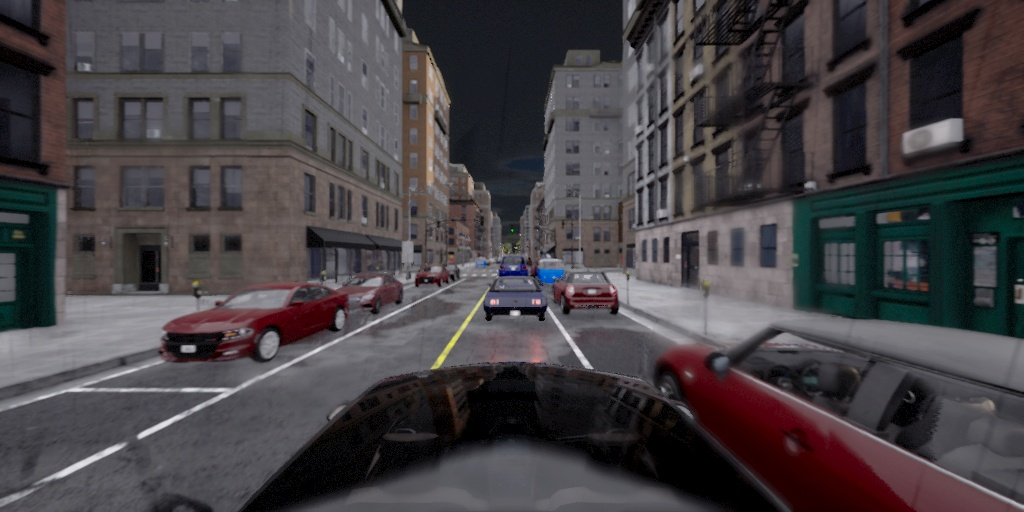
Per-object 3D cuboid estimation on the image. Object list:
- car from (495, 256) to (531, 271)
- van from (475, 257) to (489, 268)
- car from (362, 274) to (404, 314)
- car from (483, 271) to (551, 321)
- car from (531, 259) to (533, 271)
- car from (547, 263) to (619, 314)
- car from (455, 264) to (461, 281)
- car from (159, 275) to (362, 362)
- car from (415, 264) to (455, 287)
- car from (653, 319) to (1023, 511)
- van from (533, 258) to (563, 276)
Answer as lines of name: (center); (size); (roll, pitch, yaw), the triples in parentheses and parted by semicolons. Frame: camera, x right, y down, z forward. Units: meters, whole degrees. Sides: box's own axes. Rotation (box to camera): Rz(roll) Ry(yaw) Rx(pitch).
car: (0.096, 0.990, 27.599); (2.150, 2.045, 5.566); (0, 0, 0)
van: (-5.417, 1.128, 62.226); (1.690, 1.789, 3.998); (0, 0, 0)
car: (-5.390, 1.342, 13.729); (1.802, 1.307, 4.207); (0, 0, 0)
car: (0.099, 1.360, 12.552); (1.895, 1.301, 4.718); (0, 0, 0)
car: (2.633, 1.085, 30.263); (2.192, 1.841, 5.009); (0, 0, 0)
car: (2.635, 1.199, 13.730); (1.967, 1.591, 4.097); (0, 0, 0)
car: (-5.392, 1.337, 30.262); (1.948, 1.339, 4.313); (0, 0, 0)
car: (-5.389, 1.301, 8.217); (1.888, 1.381, 4.507); (0, 0, 0)
car: (-5.391, 1.313, 24.751); (1.888, 1.381, 4.507); (0, 0, 0)
car: (2.637, 1.190, 2.708); (1.967, 1.591, 4.097); (0, 0, 0)
van: (2.634, 1.108, 24.752); (1.690, 1.789, 3.998); (0, 0, 0)
